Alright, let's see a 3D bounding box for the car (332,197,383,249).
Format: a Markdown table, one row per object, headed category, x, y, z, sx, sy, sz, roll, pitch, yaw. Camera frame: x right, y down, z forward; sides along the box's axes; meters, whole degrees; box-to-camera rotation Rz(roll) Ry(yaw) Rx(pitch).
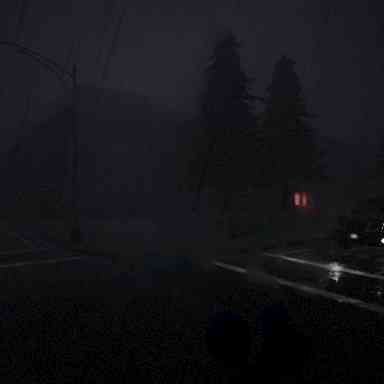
| category | x | y | z | sx | sy | sz | roll | pitch | yaw |
| --- | --- | --- | --- | --- | --- | --- | --- | --- | --- |
| car | 8.052 | 1.225 | 13.548 | 5.566 | 2.045 | 2.150 | 0 | 0 | -36 |
